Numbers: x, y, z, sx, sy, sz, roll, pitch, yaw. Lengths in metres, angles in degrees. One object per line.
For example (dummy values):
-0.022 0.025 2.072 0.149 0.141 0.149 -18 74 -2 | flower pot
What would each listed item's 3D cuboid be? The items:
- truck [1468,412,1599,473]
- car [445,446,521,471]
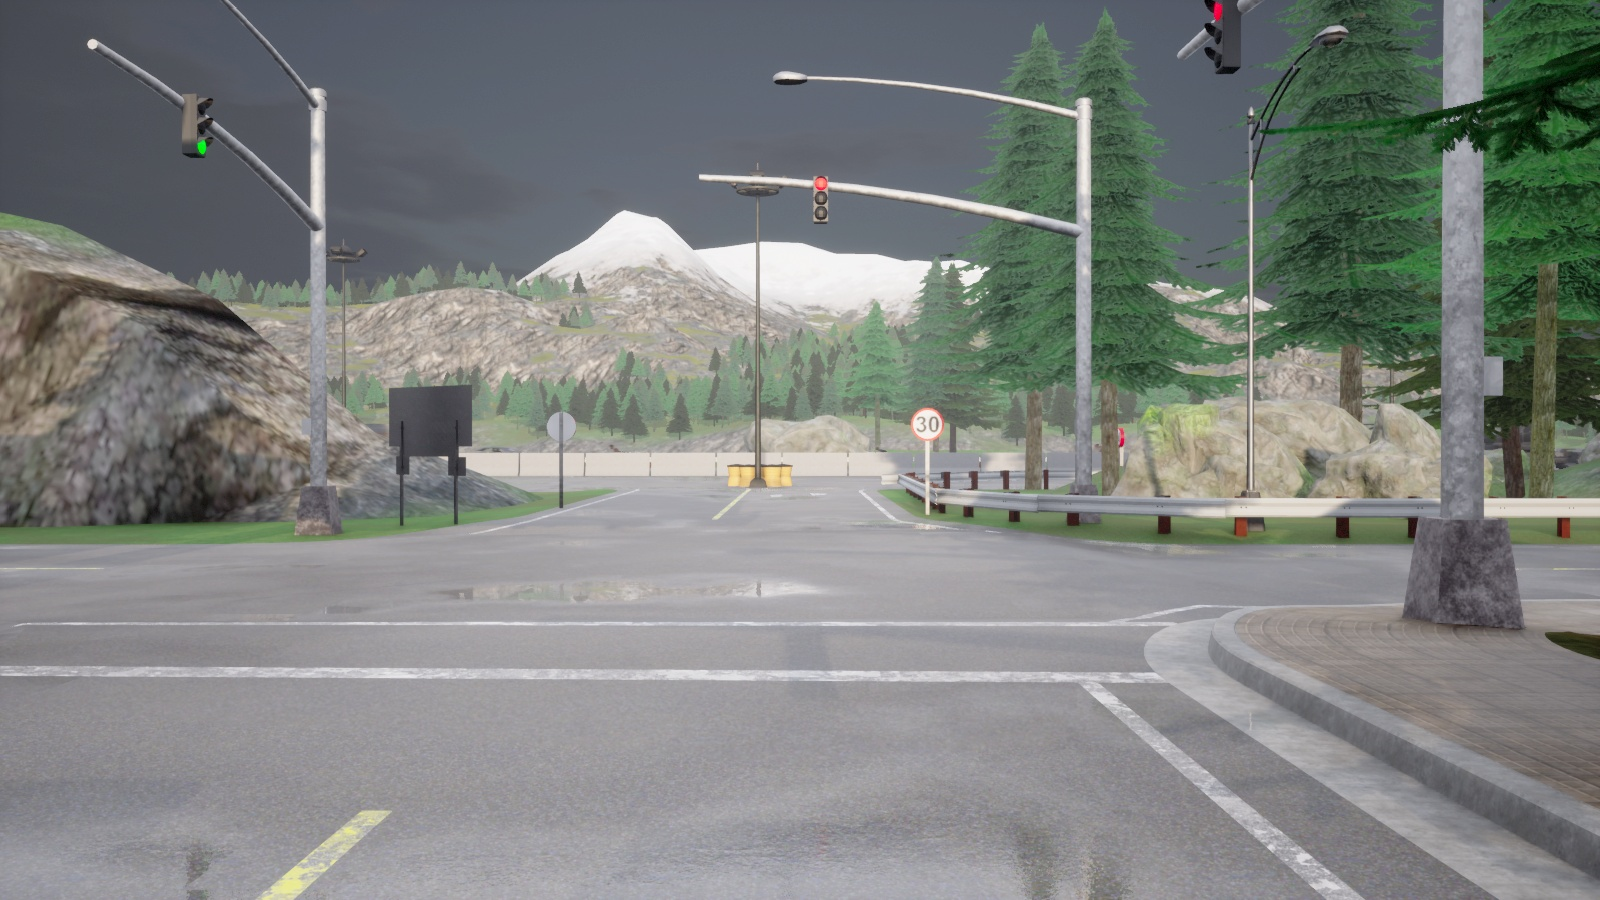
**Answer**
43.483 -0.416 72.866 7.936 3.462 2.891 0 0 0 | truck
-19.382 0.507 76.820 4.193 1.474 1.816 0 0 0 | car
